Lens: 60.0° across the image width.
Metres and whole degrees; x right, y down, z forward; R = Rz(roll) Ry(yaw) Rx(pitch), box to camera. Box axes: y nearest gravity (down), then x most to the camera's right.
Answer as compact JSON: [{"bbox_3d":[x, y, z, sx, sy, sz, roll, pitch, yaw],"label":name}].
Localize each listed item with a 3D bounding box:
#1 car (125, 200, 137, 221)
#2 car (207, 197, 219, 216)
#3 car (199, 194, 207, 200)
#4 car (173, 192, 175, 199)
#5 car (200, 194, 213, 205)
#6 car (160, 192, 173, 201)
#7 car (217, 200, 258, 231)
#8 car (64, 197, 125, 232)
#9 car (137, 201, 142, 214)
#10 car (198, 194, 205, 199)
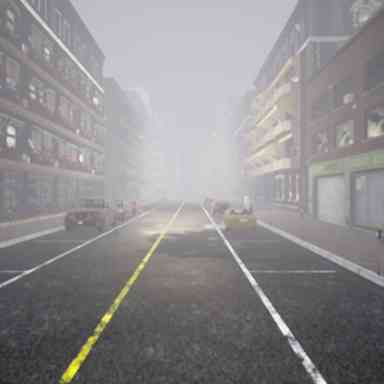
[{"bbox_3d":[-5.691,1.325,25.057,1.967,1.590,4.097,0,0,0],"label":"car"},{"bbox_3d":[2.689,1.403,30.691,1.887,1.381,4.507,0,0,0],"label":"car"},{"bbox_3d":[2.685,1.183,81.416,1.947,1.339,4.313,0,0,0],"label":"car"},{"bbox_3d":[-5.696,1.196,75.784,2.008,1.369,4.403,0,0,0],"label":"car"},{"bbox_3d":[2.687,1.303,53.235,2.008,1.369,4.403,0,0,0],"label":"car"},{"bbox_3d":[-5.695,1.223,70.147,2.008,1.369,4.403,0,0,0],"label":"car"},{"bbox_3d":[2.689,1.435,19.588,1.752,1.417,4.829,0,0,0],"label":"car"},{"bbox_3d":[-5.690,1.226,19.421,2.192,1.841,5.009,0,0,0],"label":"car"},{"bbox_3d":[-5.692,1.403,30.695,1.887,1.381,4.507,0,0,0],"label":"car"},{"bbox_3d":[2.684,1.145,92.689,1.802,1.307,4.206,0,0,0],"label":"car"}]
